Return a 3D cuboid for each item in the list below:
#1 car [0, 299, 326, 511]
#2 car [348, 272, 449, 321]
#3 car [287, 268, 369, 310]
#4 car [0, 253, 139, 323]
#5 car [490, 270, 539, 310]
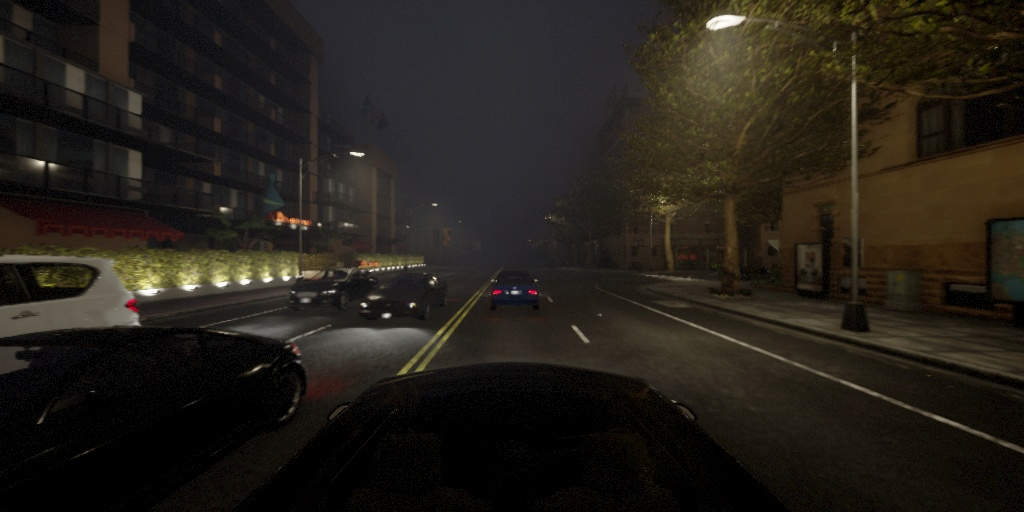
[{"bbox_3d":[-3.584,1.314,2.816,1.994,1.385,4.181,0,0,0],"label":"car"},{"bbox_3d":[-3.519,1.298,12.770,2.033,1.411,5.357,0,0,0],"label":"car"},{"bbox_3d":[-7.001,1.242,14.612,2.128,1.511,4.902,0,0,0],"label":"car"},{"bbox_3d":[-7.089,0.974,3.457,2.150,2.045,5.566,0,0,0],"label":"car"},{"bbox_3d":[0.099,1.299,14.794,2.033,1.411,5.357,0,0,0],"label":"car"}]
